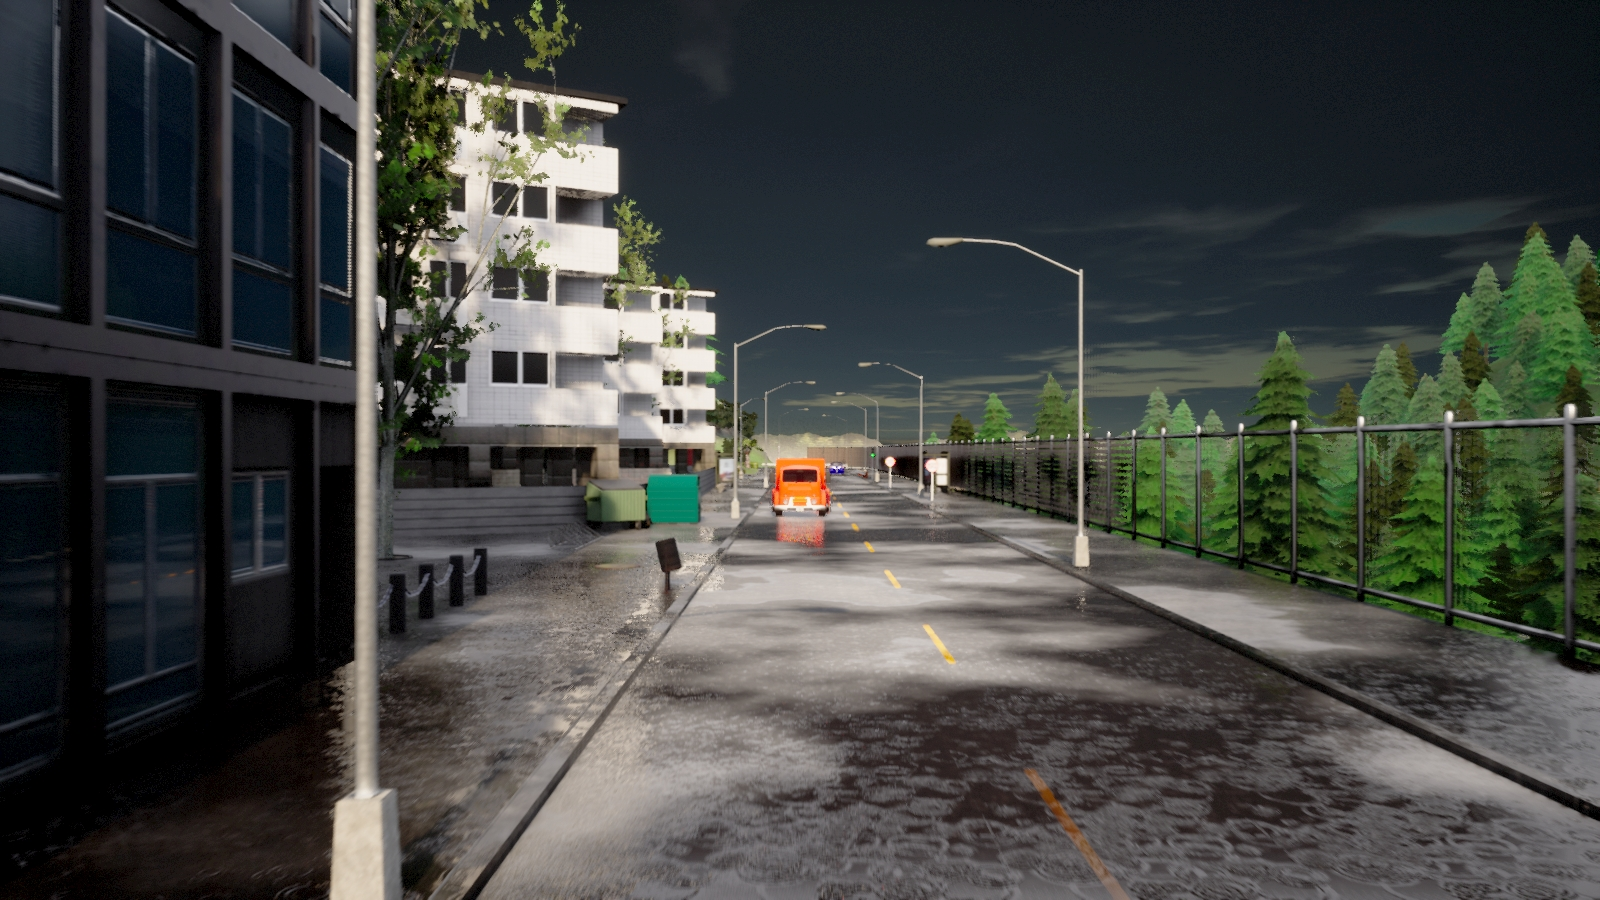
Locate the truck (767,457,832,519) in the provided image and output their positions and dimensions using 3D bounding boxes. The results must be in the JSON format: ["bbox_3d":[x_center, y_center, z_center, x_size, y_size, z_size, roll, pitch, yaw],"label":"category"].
[{"bbox_3d":[0.025,1.568,48.962,2.627,2.467,5.204,0,0,1],"label":"truck"}]
